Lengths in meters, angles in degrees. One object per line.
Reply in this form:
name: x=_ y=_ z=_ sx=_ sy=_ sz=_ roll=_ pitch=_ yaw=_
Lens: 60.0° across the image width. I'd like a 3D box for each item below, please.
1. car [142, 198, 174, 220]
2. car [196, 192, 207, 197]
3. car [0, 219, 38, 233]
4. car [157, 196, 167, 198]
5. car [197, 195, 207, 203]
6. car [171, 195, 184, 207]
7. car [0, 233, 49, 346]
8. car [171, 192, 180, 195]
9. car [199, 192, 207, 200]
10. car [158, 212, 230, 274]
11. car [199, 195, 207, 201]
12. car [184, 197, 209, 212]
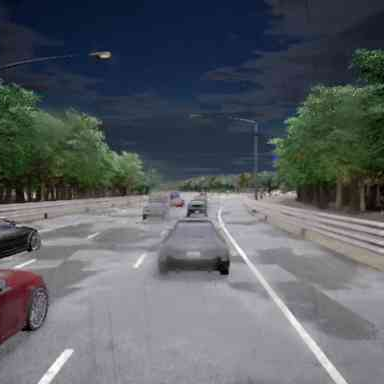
car: x=-2.978 y=1.531 z=28.154 sx=2.033 sy=1.411 sz=5.357 roll=0 pitch=0 yaw=2
car: x=1.246 y=1.282 z=49.508 sx=2.097 sy=1.767 sz=4.553 roll=0 pitch=0 yaw=3
car: x=-6.842 y=1.558 z=11.146 sx=1.994 sy=1.385 sz=4.181 roll=0 pitch=0 yaw=1
car: x=-5.277 y=1.399 z=58.379 sx=1.837 sy=1.490 sz=4.892 roll=0 pitch=0 yaw=3
car: x=2.033 y=1.399 z=67.316 sx=1.812 sy=1.442 sz=4.674 roll=0 pitch=0 yaw=3
car: x=-2.155 y=1.491 z=49.524 sx=1.994 sy=1.385 sz=4.181 roll=0 pitch=0 yaw=2
car: x=-3.381 y=1.523 z=3.837 sx=1.812 sy=1.442 sz=4.674 roll=0 pitch=0 yaw=0
car: x=-4.241 y=1.061 z=85.172 sx=2.150 sy=2.045 sz=5.566 roll=0 pitch=0 yaw=2
car: x=2.916 y=1.065 z=90.289 sx=2.150 sy=2.045 sz=5.566 roll=0 pitch=0 yaw=2
car: x=0.071 y=1.566 z=10.543 sx=1.994 sy=1.385 sz=4.181 roll=0 pitch=0 yaw=1
car: x=2.557 y=1.443 z=79.386 sx=1.895 sy=1.301 sz=4.718 roll=0 pitch=0 yaw=2
car: x=0.535 y=1.486 z=31.722 sx=1.837 sy=1.490 sz=4.892 roll=0 pitch=0 yaw=2
